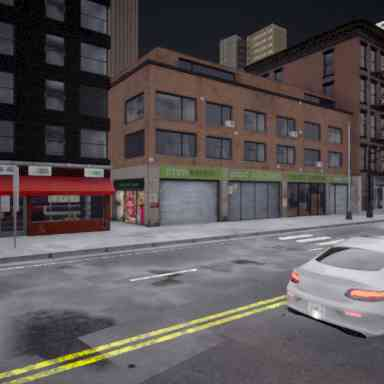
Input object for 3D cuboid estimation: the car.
[{"bbox_3d":[3.719,1.525,6.095,4.674,1.442,1.812,0,0,-34],"label":"car"}]
